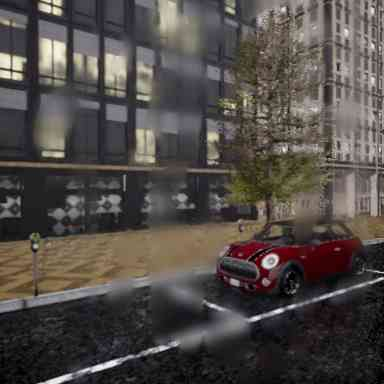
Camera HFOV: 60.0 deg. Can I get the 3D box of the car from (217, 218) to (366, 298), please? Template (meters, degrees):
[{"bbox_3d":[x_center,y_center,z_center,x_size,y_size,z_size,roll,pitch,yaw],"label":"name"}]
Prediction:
[{"bbox_3d":[2.555,1.438,8.394,4.097,1.590,1.967,0,-1,-36],"label":"car"}]
